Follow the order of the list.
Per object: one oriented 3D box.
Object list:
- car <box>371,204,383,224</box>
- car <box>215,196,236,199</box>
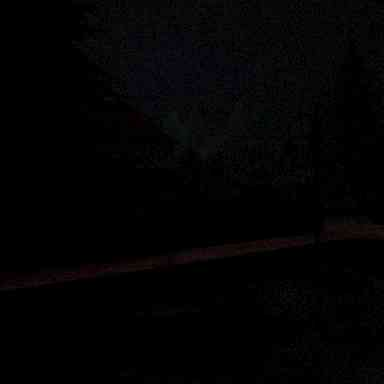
[{"bbox_3d":[13.901,1.342,20.864,1.837,1.490,4.892,0,0,-31],"label":"car"},{"bbox_3d":[3.931,1.189,35.368,2.097,1.767,4.553,0,0,-36],"label":"car"}]
